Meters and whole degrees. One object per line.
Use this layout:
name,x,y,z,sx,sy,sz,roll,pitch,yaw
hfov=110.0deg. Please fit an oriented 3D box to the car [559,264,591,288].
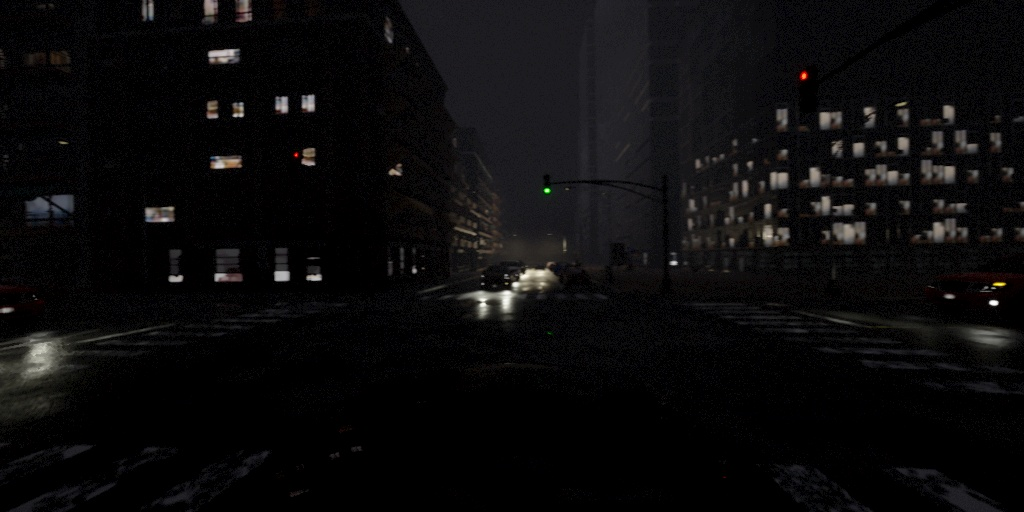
car,4.749,1.556,26.488,1.888,1.381,4.507,0,0,4

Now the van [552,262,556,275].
van,6.055,1.551,43.374,1.690,1.789,3.998,0,0,4

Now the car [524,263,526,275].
car,0.753,1.593,49.481,2.150,2.045,5.566,-1,-1,5

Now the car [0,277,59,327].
car,-18.017,1.322,11.090,5.566,2.045,2.150,-1,0,5

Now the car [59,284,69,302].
car,-24.535,1.714,17.606,4.507,1.381,1.888,0,0,5

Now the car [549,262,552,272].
car,6.489,1.820,49.003,1.888,1.381,4.507,0,0,4

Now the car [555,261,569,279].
car,5.184,1.517,32.117,1.967,1.591,4.097,0,0,4

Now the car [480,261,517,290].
car,-1.030,1.448,26.240,2.097,1.767,4.553,-1,-1,4

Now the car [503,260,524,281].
car,-0.243,1.443,36.799,2.150,2.045,5.566,-1,-1,5

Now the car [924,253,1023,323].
car,16.643,0.903,11.153,5.566,2.045,2.150,-1,0,5

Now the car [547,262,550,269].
car,7.359,1.843,60.260,1.967,1.591,4.097,0,0,4
